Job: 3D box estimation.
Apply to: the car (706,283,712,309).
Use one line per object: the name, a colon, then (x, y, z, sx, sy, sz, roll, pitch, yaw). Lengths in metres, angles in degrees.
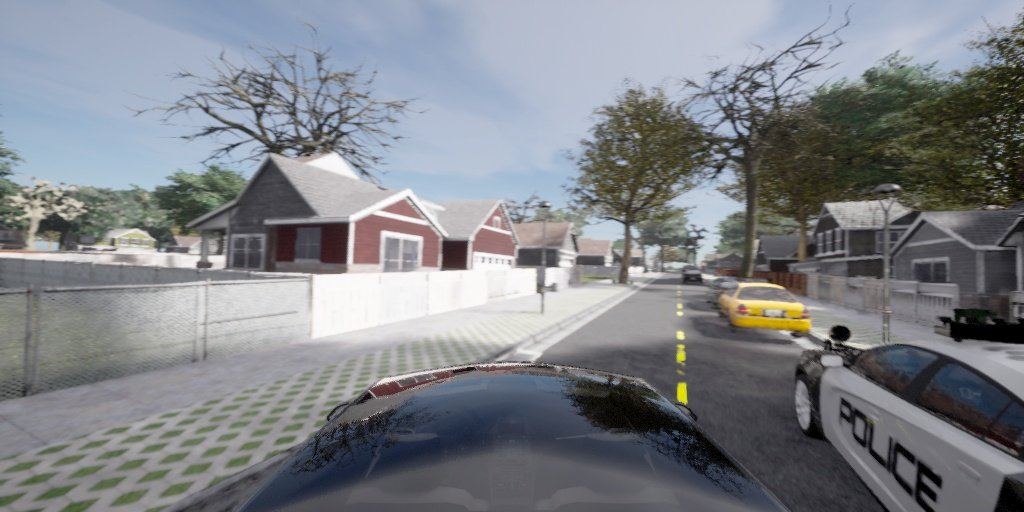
car: (10.327, 1.721, 16.937, 1.812, 1.442, 4.674, 1, -1, 25)

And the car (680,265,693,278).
car: (26.383, 2.405, 53.591, 2.150, 2.045, 5.566, 1, -1, 25)

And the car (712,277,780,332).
car: (7.889, 1.519, 11.665, 1.801, 1.575, 5.366, 1, -1, 25)

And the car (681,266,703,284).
car: (20.377, 2.287, 40.488, 1.882, 1.535, 5.008, 1, -1, 25)

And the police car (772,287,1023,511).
police car: (3.655, 1.270, 2.514, 1.930, 1.638, 5.238, 1, -1, 25)
